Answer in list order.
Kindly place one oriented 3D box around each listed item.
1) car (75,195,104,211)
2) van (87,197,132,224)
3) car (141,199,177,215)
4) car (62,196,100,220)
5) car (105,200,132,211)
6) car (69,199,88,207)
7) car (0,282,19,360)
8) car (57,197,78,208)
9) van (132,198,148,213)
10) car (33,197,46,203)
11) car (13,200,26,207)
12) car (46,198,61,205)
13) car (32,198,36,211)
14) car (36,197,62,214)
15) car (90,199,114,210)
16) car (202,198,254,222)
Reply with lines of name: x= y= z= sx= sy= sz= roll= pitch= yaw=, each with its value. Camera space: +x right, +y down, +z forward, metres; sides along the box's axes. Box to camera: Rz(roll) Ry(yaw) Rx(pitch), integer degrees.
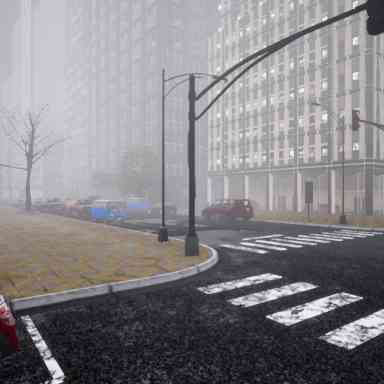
car: x=-14.473 y=1.524 z=46.717 sx=2.150 sy=2.045 sz=5.566 roll=0 pitch=0 yaw=-36
van: x=-6.646 y=1.499 z=26.428 sx=1.690 sy=1.788 sz=3.998 roll=0 pitch=0 yaw=-36
car: x=-3.276 y=1.758 z=35.981 sx=2.008 sy=1.369 sz=4.403 roll=0 pitch=0 yaw=-36
car: x=-10.027 y=1.510 z=31.014 sx=2.192 sy=1.841 sz=5.009 roll=0 pitch=0 yaw=-36
car: x=-10.037 y=1.847 z=45.154 sx=1.947 sy=1.339 sz=4.313 roll=0 pitch=0 yaw=-36
car: x=-20.179 y=1.940 z=58.913 sx=2.008 sy=1.369 sz=4.403 roll=0 pitch=0 yaw=-36
car: x=-4.240 y=1.440 z=3.532 sx=4.097 sy=1.590 sz=1.967 roll=0 pitch=0 yaw=-36
car: x=-20.780 y=1.721 z=55.202 sx=2.097 sy=1.767 sz=4.553 roll=0 pitch=0 yaw=-36
van: x=-6.658 y=1.586 z=40.568 sx=1.690 sy=1.788 sz=3.998 roll=0 pitch=0 yaw=-36
car: x=-39.084 y=2.063 z=85.088 sx=1.882 sy=1.535 sz=5.008 roll=0 pitch=0 yaw=-36
car: x=-30.309 y=1.994 z=58.532 sx=1.802 sy=1.307 sz=4.206 roll=0 pitch=0 yaw=-36
car: x=-30.322 y=2.061 z=72.673 sx=1.947 sy=1.339 sz=4.313 roll=0 pitch=0 yaw=-36
car: x=-20.168 y=1.745 z=44.773 sx=1.967 sy=1.590 sz=4.097 roll=0 pitch=0 yaw=-36
car: x=-16.788 y=1.584 z=40.187 sx=2.192 sy=1.841 sz=5.009 roll=0 pitch=0 yaw=-36
car: x=-13.519 y=1.844 z=49.878 sx=1.752 sy=1.417 sz=4.829 roll=0 pitch=0 yaw=-36
car: x=2.900 y=1.454 z=27.602 sx=2.192 sy=1.841 sz=5.009 roll=0 pitch=0 yaw=-36
